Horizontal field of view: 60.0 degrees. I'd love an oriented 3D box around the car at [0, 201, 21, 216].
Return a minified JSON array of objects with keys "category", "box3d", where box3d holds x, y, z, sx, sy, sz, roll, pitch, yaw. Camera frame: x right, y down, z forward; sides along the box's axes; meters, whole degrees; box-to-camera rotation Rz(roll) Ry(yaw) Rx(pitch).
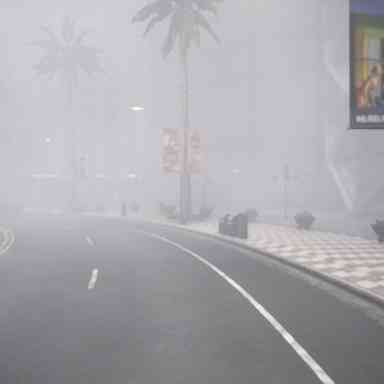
[{"category":"car","box3d":[-20.200,1.735,35.363,4.902,1.511,2.128,0,0,33]}]
